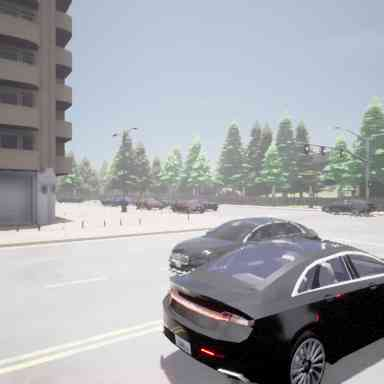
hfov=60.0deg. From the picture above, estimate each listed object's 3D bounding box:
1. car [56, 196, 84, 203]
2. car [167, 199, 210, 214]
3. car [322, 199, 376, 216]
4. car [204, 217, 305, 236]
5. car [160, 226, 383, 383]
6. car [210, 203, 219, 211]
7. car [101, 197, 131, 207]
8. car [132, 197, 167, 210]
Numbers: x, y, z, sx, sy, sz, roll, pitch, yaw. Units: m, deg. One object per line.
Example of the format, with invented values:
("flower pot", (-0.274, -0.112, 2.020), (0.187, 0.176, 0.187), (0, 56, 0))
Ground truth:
("car", (-24.014, 1.492, 65.598), (5.357, 1.411, 2.033), (0, 0, 15))
("car", (-0.405, 1.508, 34.929), (1.994, 1.385, 4.181), (0, 0, -35))
("car", (14.824, 1.436, 31.770), (2.128, 1.511, 4.902), (0, 0, -35))
("car", (1.656, 1.505, 9.436), (4.892, 1.490, 1.837), (0, 0, -35))
("car", (1.880, 1.492, 5.129), (4.902, 1.511, 2.128), (0, 0, -35))
("car", (1.063, 1.545, 38.971), (1.895, 1.301, 4.718), (0, 0, -35))
("car", (-11.622, 1.545, 49.956), (1.895, 1.301, 4.718), (0, 0, -45))
("car", (-5.444, 1.470, 42.091), (1.812, 1.442, 4.674), (0, 0, -36))
